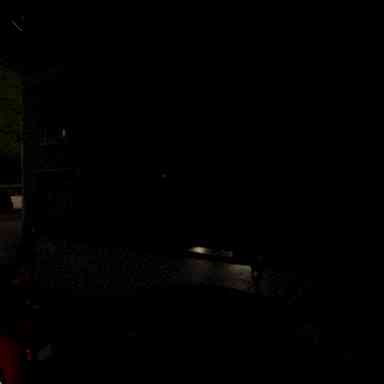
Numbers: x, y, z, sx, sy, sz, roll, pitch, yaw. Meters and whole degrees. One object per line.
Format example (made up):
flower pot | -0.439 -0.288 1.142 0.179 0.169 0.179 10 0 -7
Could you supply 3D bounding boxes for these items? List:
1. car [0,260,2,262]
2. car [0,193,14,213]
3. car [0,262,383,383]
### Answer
car | -4.690 1.581 6.128 4.206 1.307 1.802 0 0 35
car | -20.692 1.120 32.835 2.150 2.045 5.566 0 0 35
car | -0.185 1.544 2.940 4.507 1.381 1.887 0 0 35
